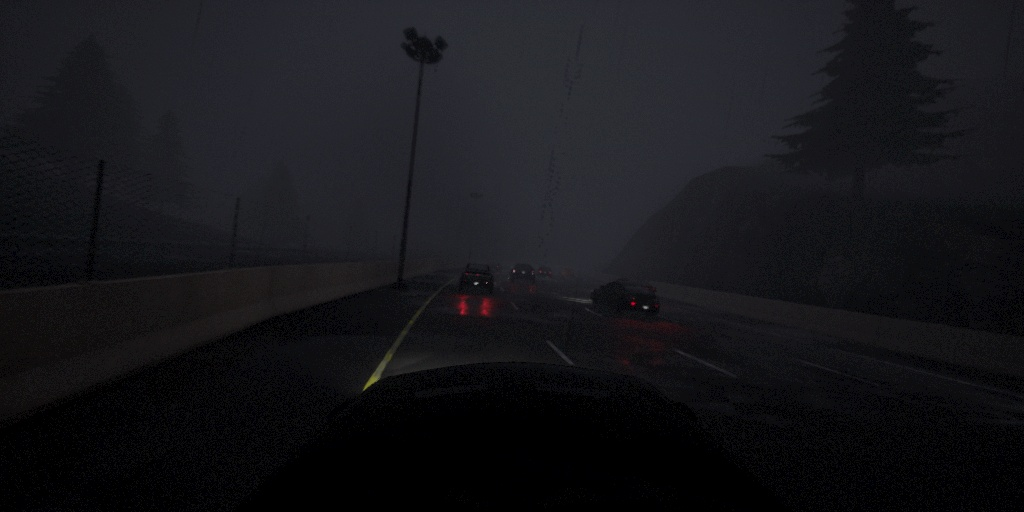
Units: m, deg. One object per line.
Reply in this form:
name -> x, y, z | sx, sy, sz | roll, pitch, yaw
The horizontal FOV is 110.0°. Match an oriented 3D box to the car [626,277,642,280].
car -> 8.211, 2.237, 24.962 | 1.882, 1.535, 5.008 | 6, 0, -4

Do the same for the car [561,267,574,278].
car -> 8.726, 2.540, 56.333 | 1.882, 1.535, 5.008 | 5, 0, 6

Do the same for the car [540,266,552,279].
car -> 4.213, 2.075, 46.219 | 2.033, 1.411, 5.357 | 6, 0, 4

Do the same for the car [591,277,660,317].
car -> 5.340, 1.934, 17.232 | 1.812, 1.442, 4.674 | 6, 0, -6

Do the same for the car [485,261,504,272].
car -> -2.444, 1.497, 51.104 | 1.895, 1.301, 4.718 | 6, 0, 5

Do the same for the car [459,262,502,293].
car -> -1.998, 1.188, 20.719 | 2.128, 1.511, 4.902 | 6, 0, -5

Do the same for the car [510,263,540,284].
car -> 0.924, 1.436, 32.524 | 2.097, 1.767, 4.553 | 6, -1, -2
